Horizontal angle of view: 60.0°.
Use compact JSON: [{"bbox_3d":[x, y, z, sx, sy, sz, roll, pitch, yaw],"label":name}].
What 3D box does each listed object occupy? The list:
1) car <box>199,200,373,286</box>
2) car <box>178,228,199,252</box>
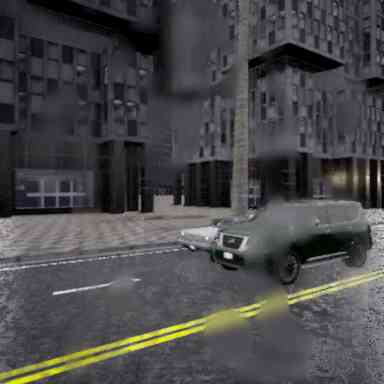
[{"bbox_3d":[3.165,1.259,9.922,5.566,2.045,2.150,1,0,-35],"label":"car"},{"bbox_3d":[1.824,1.640,12.957,4.718,1.301,1.895,0,0,-35],"label":"car"}]
